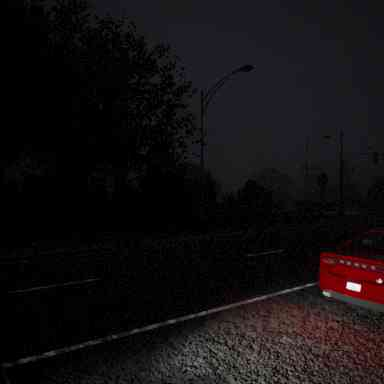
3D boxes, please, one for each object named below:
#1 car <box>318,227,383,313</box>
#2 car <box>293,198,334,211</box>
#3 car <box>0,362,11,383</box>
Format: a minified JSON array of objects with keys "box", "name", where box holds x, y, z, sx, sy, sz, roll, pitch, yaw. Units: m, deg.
[{"box":[4.797,1.478,7.146,5.008,1.535,1.882,0,0,-35],"name":"car"},{"box":[14.488,1.477,39.849,1.882,1.535,5.008,0,0,-33],"name":"car"},{"box":[-3.440,1.491,1.300,4.902,1.511,2.128,0,0,-35],"name":"car"}]
